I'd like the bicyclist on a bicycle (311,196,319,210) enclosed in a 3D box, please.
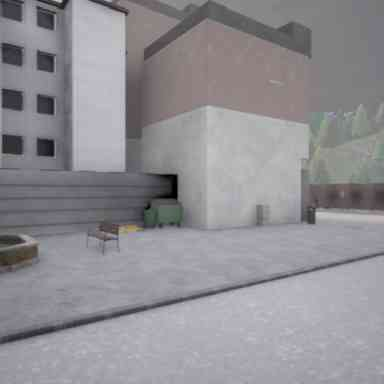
[{"bbox_3d":[14.734,1.305,39.867,1.656,1.620,0.582,0,0,-36],"label":"bicyclist on a bicycle"}]
